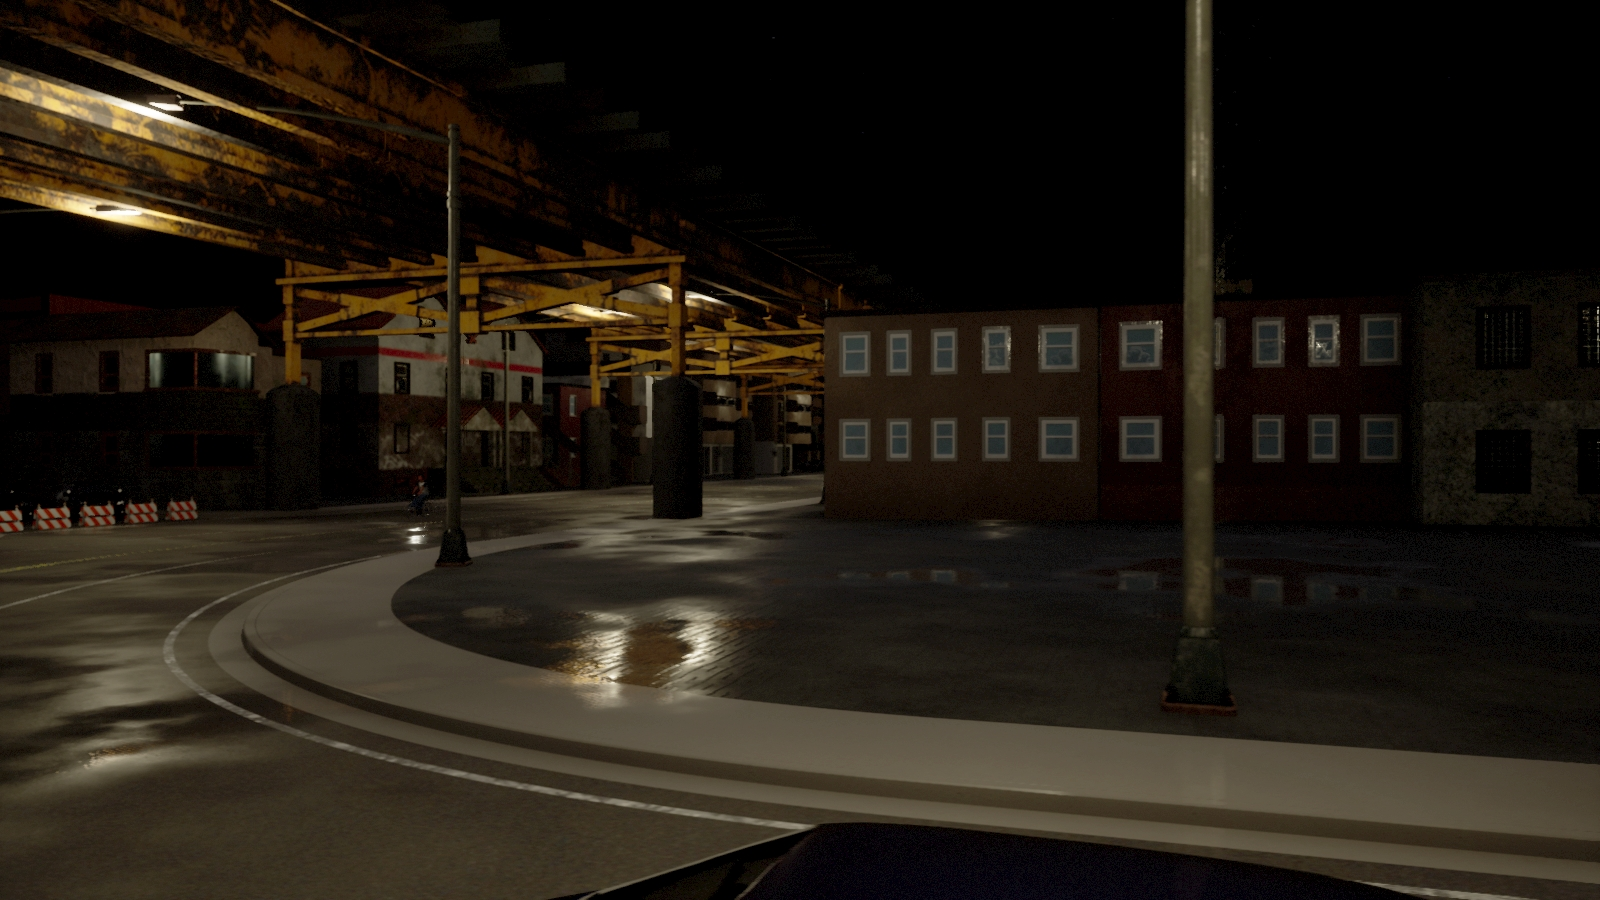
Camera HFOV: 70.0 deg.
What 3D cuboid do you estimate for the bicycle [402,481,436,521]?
[{"bbox_3d":[-15.255,2.027,45.797,0.373,1.521,1.643,0,0,18],"label":"bicycle"}]

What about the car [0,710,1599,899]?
[{"bbox_3d":[-0.018,1.966,3.115,4.611,1.667,2.242,0,0,20],"label":"car"}]
